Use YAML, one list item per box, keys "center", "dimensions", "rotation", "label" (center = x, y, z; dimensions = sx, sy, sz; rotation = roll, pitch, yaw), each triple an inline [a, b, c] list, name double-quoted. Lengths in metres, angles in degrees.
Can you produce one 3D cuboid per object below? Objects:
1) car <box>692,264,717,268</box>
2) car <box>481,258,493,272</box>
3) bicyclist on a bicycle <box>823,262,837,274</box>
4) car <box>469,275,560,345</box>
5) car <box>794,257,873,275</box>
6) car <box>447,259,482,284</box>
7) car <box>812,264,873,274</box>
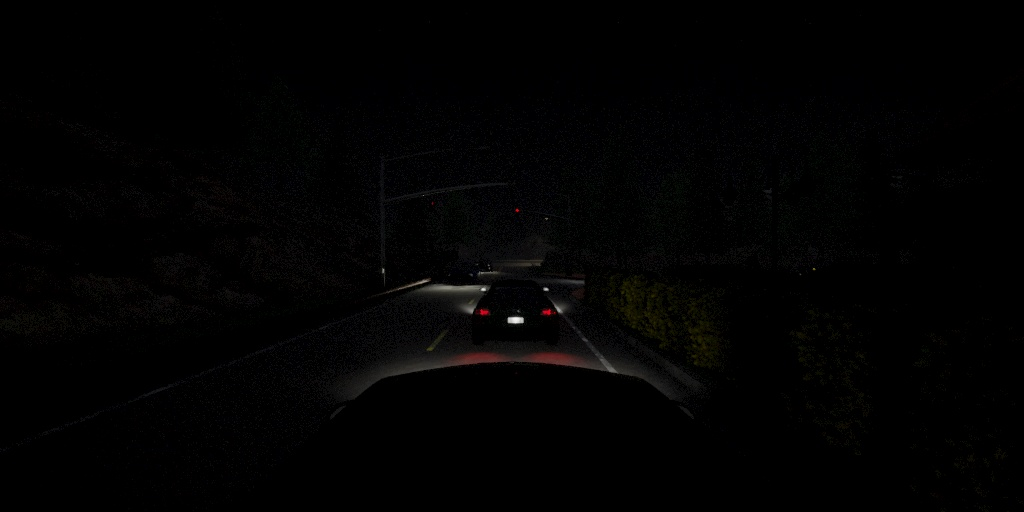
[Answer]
- center: [15.485, 1.404, 29.596]
  dimensions: [4.902, 1.511, 2.128]
  rotation: [0, 0, 0]
  label: "car"
- center: [-3.622, 1.101, 46.349]
  dimensions: [2.097, 1.767, 4.553]
  rotation: [0, 0, 0]
  label: "car"
- center: [19.815, 1.213, 22.127]
  dimensions: [0.582, 1.620, 1.656]
  rotation: [0, 0, 0]
  label: "bicyclist on a bicycle"
- center: [0.075, 1.314, 9.511]
  dimensions: [1.994, 1.385, 4.181]
  rotation: [0, 0, 0]
  label: "car"
- center: [26.536, 1.130, 29.537]
  dimensions: [5.566, 2.045, 2.150]
  rotation: [0, 0, 1]
  label: "car"
- center: [-3.613, 1.235, 27.078]
  dimensions: [1.882, 1.535, 5.008]
  rotation: [0, 0, 0]
  label: "car"
- center: [25.374, 1.459, 25.900]
  dimensions: [5.357, 1.411, 2.033]
  rotation: [0, 0, 0]
  label: "car"
